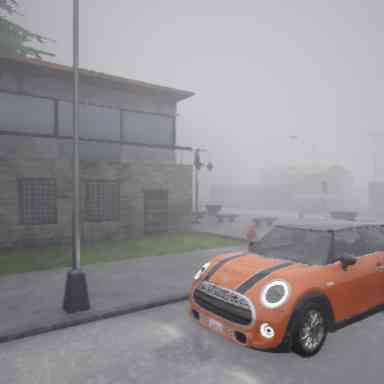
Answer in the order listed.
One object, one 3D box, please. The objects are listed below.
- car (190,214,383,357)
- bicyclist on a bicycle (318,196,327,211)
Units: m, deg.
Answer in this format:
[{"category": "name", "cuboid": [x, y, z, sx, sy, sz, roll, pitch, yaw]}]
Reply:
[{"category": "car", "cuboid": [2.175, 1.342, 6.136, 4.553, 1.767, 2.097, 0, 0, -35]}, {"category": "bicyclist on a bicycle", "cuboid": [14.306, 1.283, 36.478, 1.656, 1.620, 0.582, -1, 0, -35]}]
